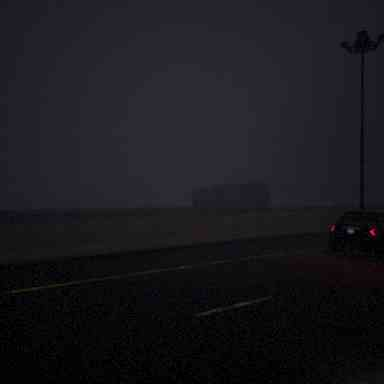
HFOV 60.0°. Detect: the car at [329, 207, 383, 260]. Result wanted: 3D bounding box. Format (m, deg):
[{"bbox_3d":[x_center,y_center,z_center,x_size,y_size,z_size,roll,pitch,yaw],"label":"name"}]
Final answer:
[{"bbox_3d":[7.547,1.470,13.119,4.553,1.767,2.097,1,0,-31],"label":"car"}]
